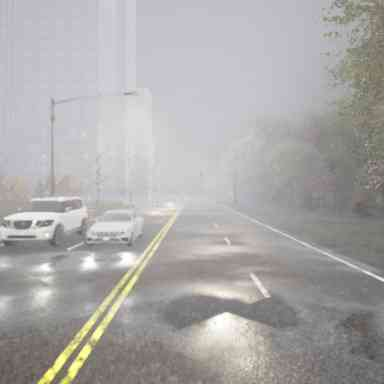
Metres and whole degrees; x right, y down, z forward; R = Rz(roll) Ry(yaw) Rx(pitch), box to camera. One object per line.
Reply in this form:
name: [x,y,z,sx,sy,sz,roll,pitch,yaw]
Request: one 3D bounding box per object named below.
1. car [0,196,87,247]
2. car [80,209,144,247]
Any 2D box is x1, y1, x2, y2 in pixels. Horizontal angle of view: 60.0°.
car: [-6.588,1.241,15.594,2.150,2.045,5.566,0,0,0]
car: [-3.326,1.540,15.190,1.812,1.442,4.674,0,0,0]
